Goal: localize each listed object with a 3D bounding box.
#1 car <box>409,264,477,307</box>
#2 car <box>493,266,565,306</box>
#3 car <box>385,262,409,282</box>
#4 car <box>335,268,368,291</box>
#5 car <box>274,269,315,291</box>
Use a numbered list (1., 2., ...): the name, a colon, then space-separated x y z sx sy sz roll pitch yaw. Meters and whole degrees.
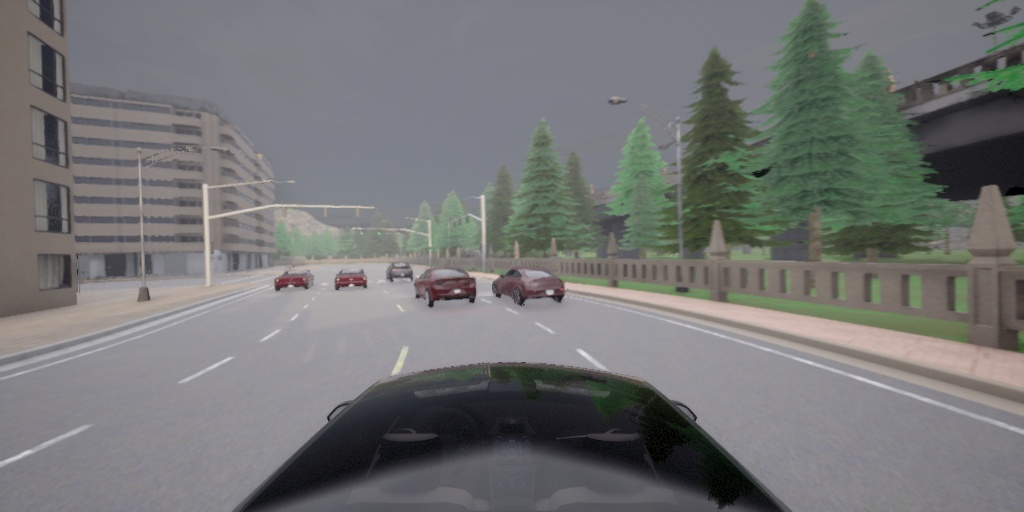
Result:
1. car: -3.032 1.194 15.653 1.882 1.535 5.008 -2 0 -24
2. car: 0.594 1.146 15.107 1.812 1.442 4.674 -2 0 -20
3. car: -9.392 1.264 29.926 2.128 1.511 4.902 -2 1 -23
4. car: -10.440 1.456 23.426 1.895 1.301 4.718 -2 1 -23
5. car: -14.596 1.563 24.262 1.895 1.301 4.718 -2 0 -24
